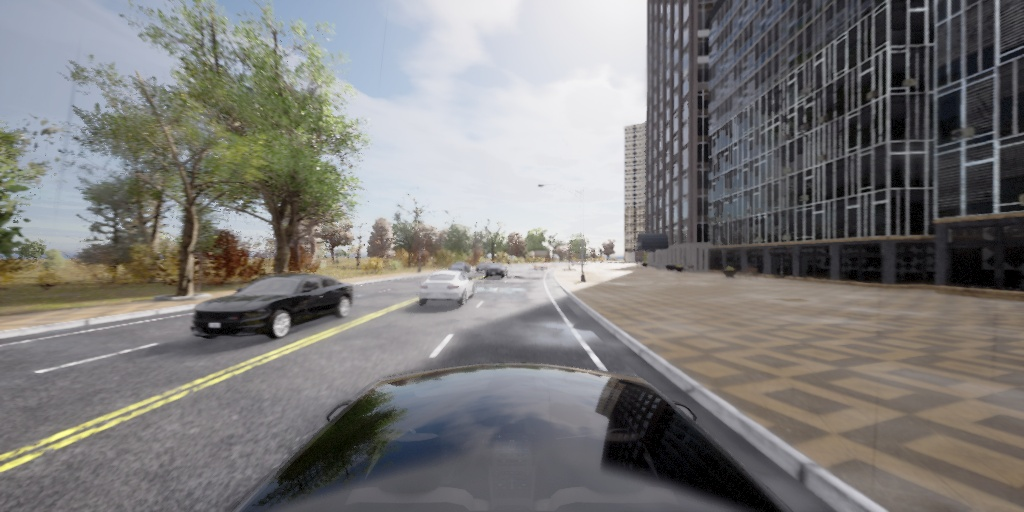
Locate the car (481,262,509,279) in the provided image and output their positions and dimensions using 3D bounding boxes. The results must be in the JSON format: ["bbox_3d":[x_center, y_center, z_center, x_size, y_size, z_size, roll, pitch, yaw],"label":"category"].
[{"bbox_3d":[-1.530,1.479,36.102,1.812,1.442,4.674,0,0,5],"label":"car"}]

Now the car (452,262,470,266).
[{"bbox_3d":[-6.918,1.550,48.110,2.033,1.411,5.357,0,0,8],"label":"car"}]

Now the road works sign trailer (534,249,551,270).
[{"bbox_3d":[5.131,0.614,63.025,2.380,3.560,2.880,0,0,10],"label":"road works sign trailer"}]

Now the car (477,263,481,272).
[{"bbox_3d":[-3.607,1.511,48.299,2.128,1.511,4.902,0,0,8],"label":"car"}]

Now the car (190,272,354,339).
[{"bbox_3d":[-6.437,1.254,10.358,1.882,1.535,5.008,0,0,2],"label":"car"}]

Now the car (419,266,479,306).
[{"bbox_3d":[-2.829,1.352,16.164,1.812,1.442,4.674,0,0,2],"label":"car"}]
